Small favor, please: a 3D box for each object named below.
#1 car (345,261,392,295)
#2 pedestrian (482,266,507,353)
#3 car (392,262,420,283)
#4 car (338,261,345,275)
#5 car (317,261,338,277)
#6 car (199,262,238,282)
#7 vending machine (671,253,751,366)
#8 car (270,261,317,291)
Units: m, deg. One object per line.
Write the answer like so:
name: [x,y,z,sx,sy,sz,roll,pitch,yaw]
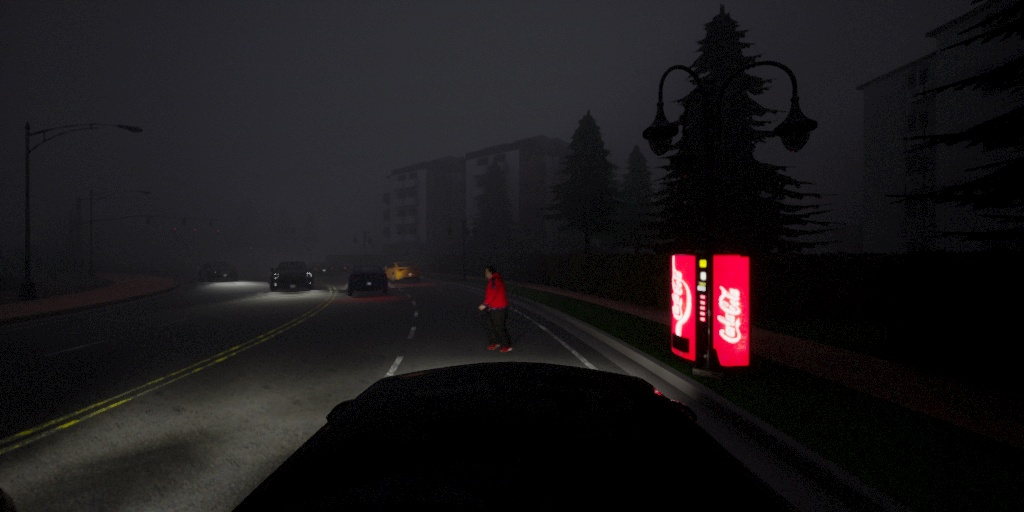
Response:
car: [-8.060,1.210,19.818,1.882,1.535,5.008,0,0,-25]
pedestrian: [-0.360,1.038,7.381,0.375,1.860,0.375,0,0,-9]
car: [-8.708,1.203,27.891,1.882,1.535,5.008,0,-1,-34]
car: [-18.663,1.262,38.691,5.357,1.411,2.033,0,0,38]
car: [-18.462,1.283,33.753,4.181,1.385,1.994,0,0,43]
car: [-23.778,1.215,29.014,4.902,1.511,2.128,0,0,41]
vending machine: [3.565,0.940,6.518,1.100,2.100,0.880,0,0,-7]
car: [-13.247,1.083,21.622,2.097,1.767,4.553,0,0,-32]
